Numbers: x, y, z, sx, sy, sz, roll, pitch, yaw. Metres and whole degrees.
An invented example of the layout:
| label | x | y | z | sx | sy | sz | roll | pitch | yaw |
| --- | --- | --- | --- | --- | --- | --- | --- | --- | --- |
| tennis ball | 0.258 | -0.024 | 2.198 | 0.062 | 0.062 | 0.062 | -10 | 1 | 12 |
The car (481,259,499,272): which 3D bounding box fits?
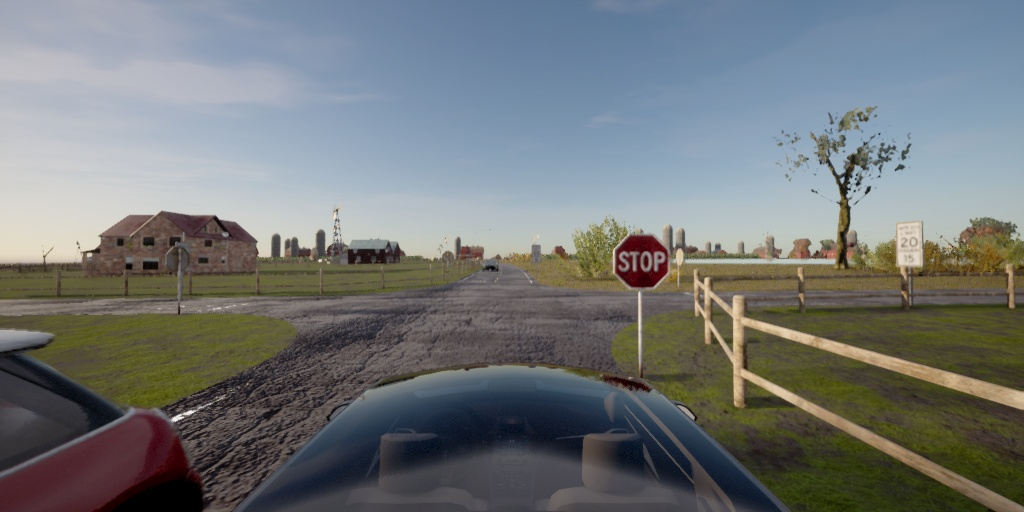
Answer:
| label | x | y | z | sx | sy | sz | roll | pitch | yaw |
| --- | --- | --- | --- | --- | --- | --- | --- | --- | --- |
| car | -2.716 | 1.104 | 45.592 | 2.097 | 1.767 | 4.553 | 0 | 0 | -1 |
